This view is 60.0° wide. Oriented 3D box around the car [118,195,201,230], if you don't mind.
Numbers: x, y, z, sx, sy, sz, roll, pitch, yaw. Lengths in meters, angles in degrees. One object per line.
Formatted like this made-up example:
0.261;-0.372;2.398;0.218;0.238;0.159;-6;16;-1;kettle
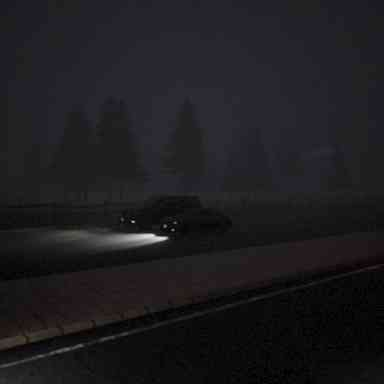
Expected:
-1.809;1.244;21.006;5.566;2.045;2.150;0;0;-36;car

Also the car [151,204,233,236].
0.248;1.563;18.174;4.181;1.385;1.994;0;0;-36;car
